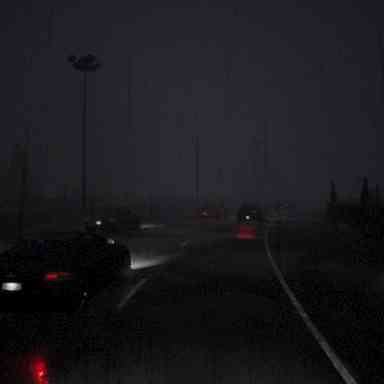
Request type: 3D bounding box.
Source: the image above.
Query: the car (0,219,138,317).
[{"bbox_3d":[-2.826,1.561,7.589,1.994,1.385,4.181,0,0,6],"label":"car"}]

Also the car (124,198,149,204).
[{"bbox_3d":[-7.501,1.590,42.745,1.882,1.535,5.008,0,0,26],"label":"car"}]

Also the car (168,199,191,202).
[{"bbox_3d":[-2.246,1.818,58.872,1.895,1.301,4.718,0,-1,35],"label":"car"}]

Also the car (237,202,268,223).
[{"bbox_3d":[4.723,1.551,25.959,1.837,1.490,4.892,0,0,18],"label":"car"}]

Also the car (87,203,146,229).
[{"bbox_3d":[-4.425,1.580,19.279,1.994,1.385,4.181,0,0,13],"label":"car"}]

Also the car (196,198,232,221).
[{"bbox_3d":[1.809,1.528,28.313,1.882,1.535,5.008,0,0,19],"label":"car"}]

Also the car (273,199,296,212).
[{"bbox_3d":[11.529,1.634,41.017,1.812,1.442,4.674,0,0,30],"label":"car"}]
